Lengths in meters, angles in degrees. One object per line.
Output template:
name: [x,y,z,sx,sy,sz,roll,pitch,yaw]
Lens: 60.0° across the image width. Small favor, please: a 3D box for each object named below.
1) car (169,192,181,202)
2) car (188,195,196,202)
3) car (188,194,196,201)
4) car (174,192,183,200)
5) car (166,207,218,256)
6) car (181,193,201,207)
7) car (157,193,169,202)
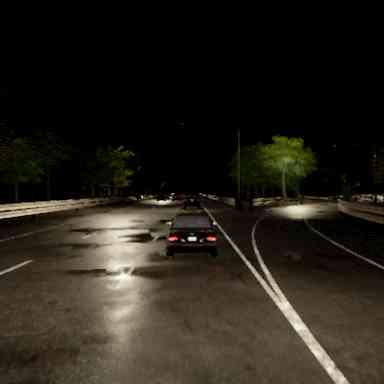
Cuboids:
car: [-3.474,1.367,76.126,2.097,1.767,4.553,0,0,0]
car: [0.026,1.541,77.403,1.812,1.442,4.674,0,0,0]
car: [0.029,1.411,86.576,2.128,1.511,4.902,0,0,0]
car: [-3.471,1.093,86.192,2.150,2.045,5.566,0,0,0]
car: [0.007,1.538,13.075,2.033,1.411,5.357,0,0,0]
car: [0.014,1.194,43.769,2.150,2.045,5.566,0,0,0]
car: [-6.975,1.511,75.742,1.837,1.490,4.892,0,0,0]
